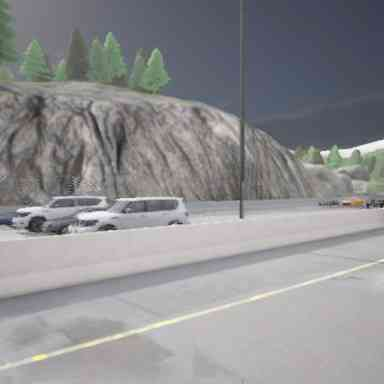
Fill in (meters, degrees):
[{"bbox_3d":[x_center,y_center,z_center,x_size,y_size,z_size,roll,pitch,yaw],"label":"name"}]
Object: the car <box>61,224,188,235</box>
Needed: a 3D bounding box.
[{"bbox_3d":[-2.668,1.242,15.213,5.566,2.045,2.150,0,0,-38],"label":"car"}]
